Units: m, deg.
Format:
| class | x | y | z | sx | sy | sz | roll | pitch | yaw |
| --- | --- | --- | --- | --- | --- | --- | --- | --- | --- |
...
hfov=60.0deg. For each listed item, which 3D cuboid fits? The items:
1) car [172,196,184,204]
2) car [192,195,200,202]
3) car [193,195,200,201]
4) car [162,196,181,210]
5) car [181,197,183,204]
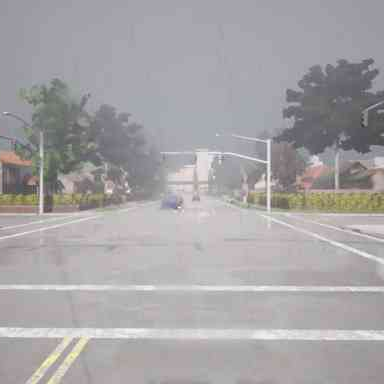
| class | x | y | z | sx | sy | sz | roll | pitch | yaw |
| --- | --- | --- | --- | --- | --- | --- | --- | --- | --- |
| car | -2.641 | 1.548 | 64.680 | 2.033 | 1.411 | 5.357 | 0 | 0 | 1 |
| car | 1.008 | 1.500 | 79.044 | 1.837 | 1.490 | 4.892 | 0 | 0 | 0 |
| car | 1.082 | 1.514 | 89.442 | 1.812 | 1.442 | 4.674 | 0 | 0 | 0 |
| car | -2.847 | 1.478 | 43.235 | 1.882 | 1.535 | 5.008 | 0 | 0 | 0 |
| car | -2.775 | 1.352 | 52.587 | 2.097 | 1.767 | 4.553 | 0 | 0 | 0 |
